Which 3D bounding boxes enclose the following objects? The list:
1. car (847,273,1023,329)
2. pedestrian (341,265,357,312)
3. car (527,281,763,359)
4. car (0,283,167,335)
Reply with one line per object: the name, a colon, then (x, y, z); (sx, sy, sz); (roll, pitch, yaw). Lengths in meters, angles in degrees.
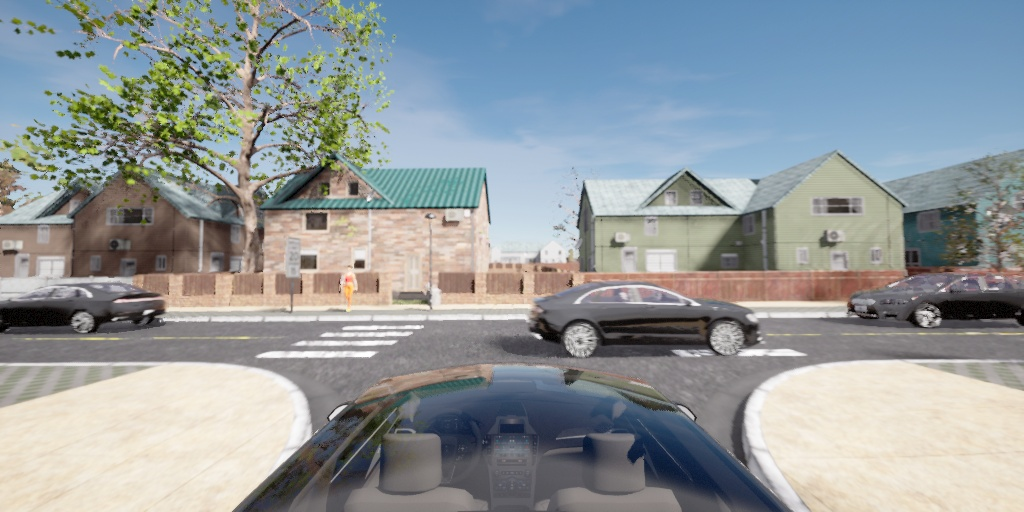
car: (12.867, 1.273, 10.642); (4.902, 1.511, 2.128); (-1, -2, 2)
pedestrian: (-6.431, 1.278, 14.188); (0.375, 1.860, 0.375); (0, -2, 2)
car: (2.777, 1.305, 8.014); (4.902, 1.511, 2.128); (-1, -2, 2)
car: (-14.026, 1.626, 11.522); (4.902, 1.511, 2.128); (-1, -2, 2)
